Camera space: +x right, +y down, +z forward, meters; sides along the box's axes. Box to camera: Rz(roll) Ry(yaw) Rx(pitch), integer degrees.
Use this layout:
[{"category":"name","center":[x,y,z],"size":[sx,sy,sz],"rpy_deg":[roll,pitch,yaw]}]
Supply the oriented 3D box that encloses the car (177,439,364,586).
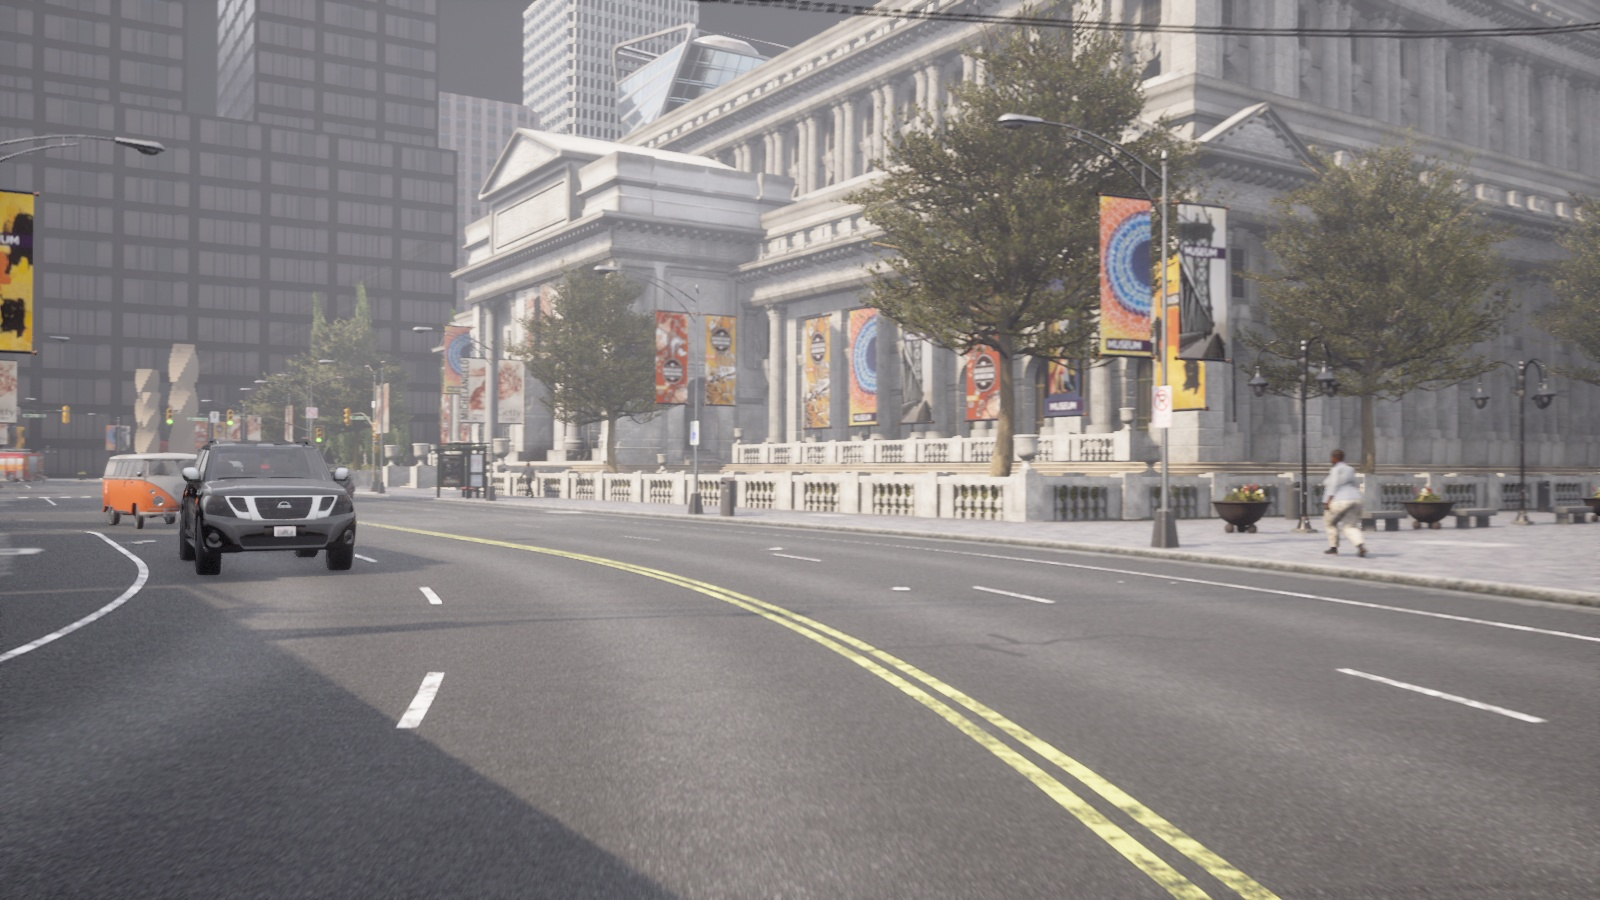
[{"category":"car","center":[-8.770,0.920,20.463],"size":[2.150,2.045,5.566],"rpy_deg":[0,-1,-30]}]

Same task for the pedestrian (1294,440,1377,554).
[{"category":"pedestrian","center":[8.983,0.780,21.082],"size":[0.874,1.855,0.900],"rpy_deg":[0,-1,-26]}]

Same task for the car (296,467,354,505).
[{"category":"car","center":[-24.672,1.846,65.163],"size":[1.932,1.855,4.605],"rpy_deg":[0,-1,-33]}]

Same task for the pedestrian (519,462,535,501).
[{"category":"pedestrian","center":[-13.850,1.607,63.680],"size":[0.423,1.949,0.788],"rpy_deg":[1,-1,-42]}]

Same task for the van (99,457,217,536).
[{"category":"van","center":[-17.421,1.223,33.977],"size":[1.775,1.987,4.442],"rpy_deg":[1,-1,-42]}]
